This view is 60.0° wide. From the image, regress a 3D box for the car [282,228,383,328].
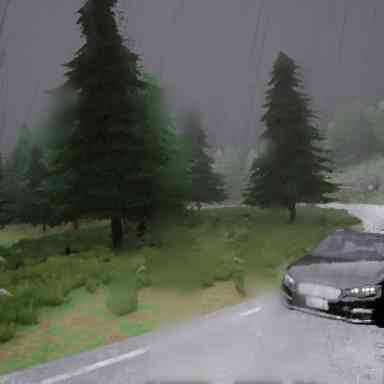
[{"bbox_3d":[3.750,1.606,7.330,2.128,1.511,4.902,-2,-2,43],"label":"car"}]
